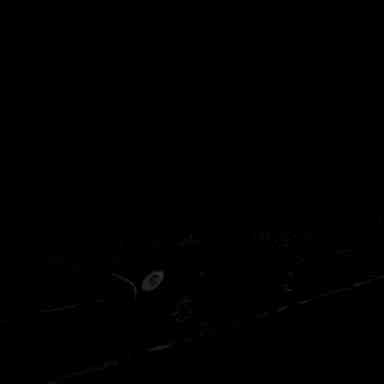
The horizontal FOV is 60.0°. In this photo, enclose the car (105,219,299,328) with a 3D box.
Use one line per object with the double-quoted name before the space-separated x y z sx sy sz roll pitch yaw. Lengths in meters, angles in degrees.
"car" 0.311 1.420 6.876 4.097 1.590 1.967 0 0 -36
